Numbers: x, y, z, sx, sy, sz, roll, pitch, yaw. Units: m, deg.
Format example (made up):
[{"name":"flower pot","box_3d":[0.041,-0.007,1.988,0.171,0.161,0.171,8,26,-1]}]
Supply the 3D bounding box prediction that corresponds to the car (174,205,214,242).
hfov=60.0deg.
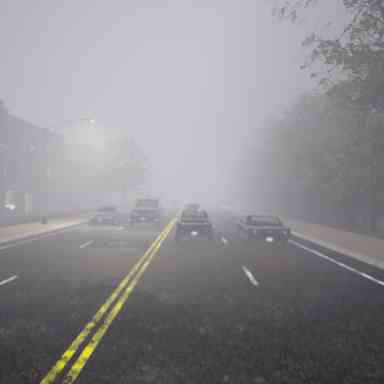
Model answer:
[{"name":"car","box_3d":[0.101,1.677,17.478,2.128,1.511,4.902,0,-1,0]}]

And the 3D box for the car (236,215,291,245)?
[{"name":"car","box_3d":[3.350,1.777,16.584,1.895,1.301,4.718,0,-1,0]}]

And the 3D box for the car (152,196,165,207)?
[{"name":"car","box_3d":[-6.746,1.933,67.522,2.150,2.045,5.566,0,0,-1]}]

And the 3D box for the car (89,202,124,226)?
[{"name":"car","box_3d":[-6.598,1.804,26.183,1.812,1.442,4.674,0,-1,0]}]

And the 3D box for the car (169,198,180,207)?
[{"name":"car","box_3d":[-3.491,2.061,66.971,2.097,1.767,4.553,0,-1,-1]}]

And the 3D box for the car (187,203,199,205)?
[{"name":"car","box_3d":[0.100,1.902,35.519,1.812,1.442,4.674,0,-1,0]}]

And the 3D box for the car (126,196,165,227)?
[{"name":"car","box_3d":[-3.349,1.491,25.440,2.150,2.045,5.566,0,-1,0]}]
